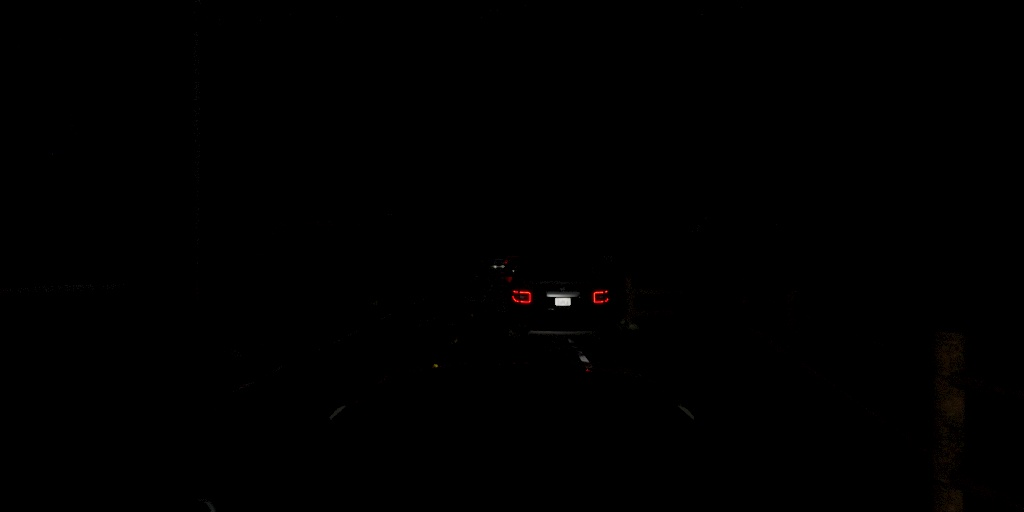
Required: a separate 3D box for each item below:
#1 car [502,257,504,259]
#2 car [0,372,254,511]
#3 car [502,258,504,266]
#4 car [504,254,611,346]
[{"bbox_3d":[0.101,0.984,48.891,2.150,2.045,5.566,0,0,0],"label":"car"},{"bbox_3d":[-2.748,1.276,0.707,1.812,1.442,4.674,0,0,0],"label":"car"},{"bbox_3d":[0.154,1.260,38.766,1.837,1.490,4.892,0,0,0],"label":"car"},{"bbox_3d":[0.982,0.972,9.567,2.150,2.045,5.566,0,0,0],"label":"car"}]
